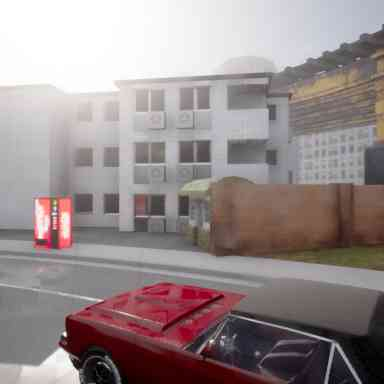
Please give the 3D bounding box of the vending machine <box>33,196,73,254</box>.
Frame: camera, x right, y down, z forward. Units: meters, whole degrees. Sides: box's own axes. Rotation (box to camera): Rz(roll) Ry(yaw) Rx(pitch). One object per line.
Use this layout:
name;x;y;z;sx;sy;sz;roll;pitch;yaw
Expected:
vending machine;-5.283;1.195;12.694;0.880;2.100;1.100;0;0;18

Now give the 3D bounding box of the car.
car;0.813;1.601;3.319;4.718;1.301;1.895;0;0;34
